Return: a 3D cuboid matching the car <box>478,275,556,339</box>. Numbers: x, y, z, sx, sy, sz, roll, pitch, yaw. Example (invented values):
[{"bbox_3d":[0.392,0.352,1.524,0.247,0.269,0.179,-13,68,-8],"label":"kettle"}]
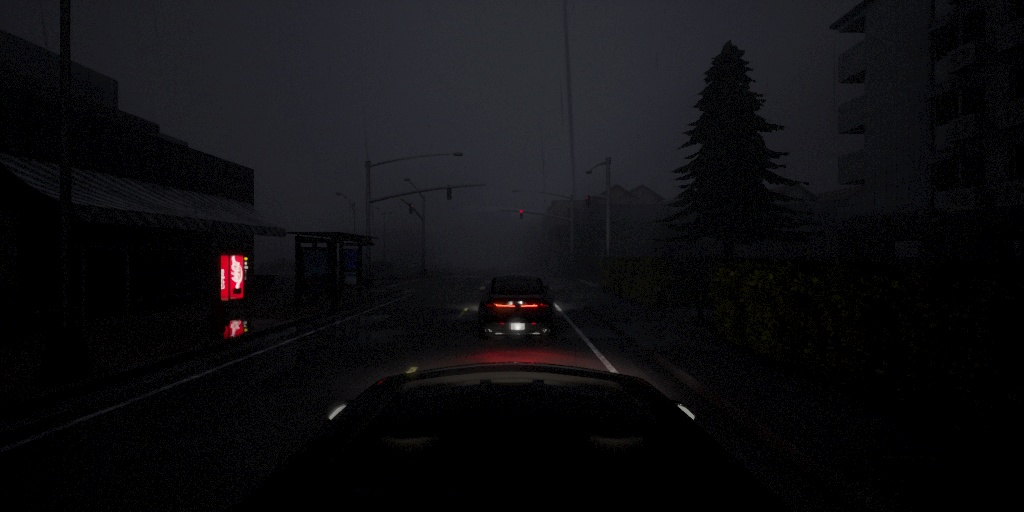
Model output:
[{"bbox_3d":[0.118,1.255,10.050,1.837,1.490,4.892,0,0,0],"label":"car"}]
